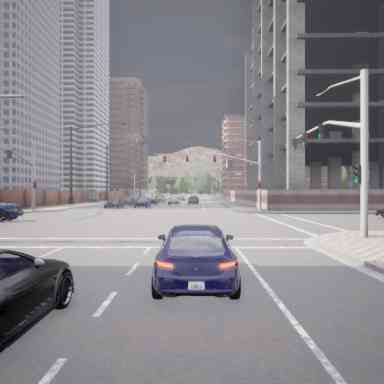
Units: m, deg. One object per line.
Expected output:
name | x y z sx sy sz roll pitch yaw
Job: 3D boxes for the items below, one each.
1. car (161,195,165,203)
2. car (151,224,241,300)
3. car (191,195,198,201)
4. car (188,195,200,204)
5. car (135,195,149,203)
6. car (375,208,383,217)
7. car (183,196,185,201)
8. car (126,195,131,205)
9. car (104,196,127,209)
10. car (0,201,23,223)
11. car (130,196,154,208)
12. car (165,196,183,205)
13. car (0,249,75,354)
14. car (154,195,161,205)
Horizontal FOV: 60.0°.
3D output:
car | -6.636 1.352 69.235 2.097 1.767 4.553 0 0 1
car | 0.093 1.526 8.296 1.812 1.442 4.674 0 0 0
car | 0.670 1.524 85.990 1.812 1.442 4.674 0 0 1
car | 0.329 1.491 61.747 2.128 1.511 4.902 0 0 1
car | -10.168 1.478 67.848 1.882 1.535 5.008 0 0 1
car | 18.339 1.547 27.732 5.357 1.411 2.033 0 0 1
car | -2.833 1.595 85.903 1.895 1.301 4.718 0 0 1
car | -10.498 1.352 54.105 2.097 1.767 4.553 0 0 1
car | -10.643 1.564 45.545 1.994 1.385 4.181 0 0 1
car | -15.796 1.224 24.959 5.566 2.045 2.150 0 0 -7
car | -7.104 1.478 48.046 1.882 1.535 5.008 0 0 1
car | -3.199 1.601 60.251 1.895 1.301 4.718 0 0 1
car | -3.429 1.564 5.214 1.994 1.385 4.181 0 0 1
car | -6.927 1.601 57.399 1.895 1.301 4.718 0 0 1
